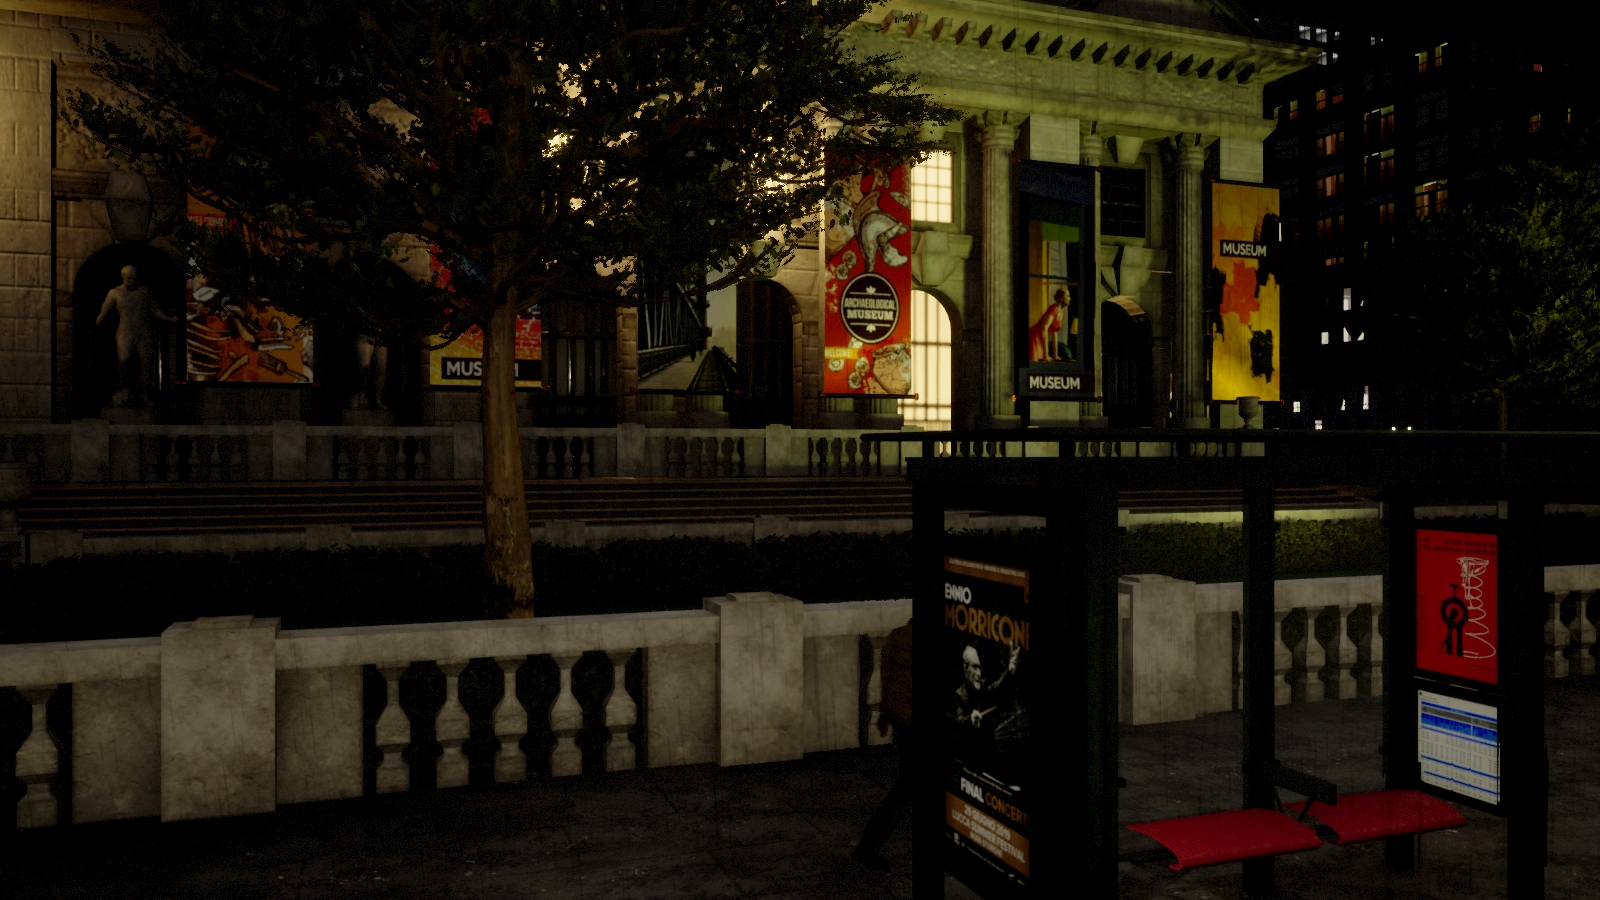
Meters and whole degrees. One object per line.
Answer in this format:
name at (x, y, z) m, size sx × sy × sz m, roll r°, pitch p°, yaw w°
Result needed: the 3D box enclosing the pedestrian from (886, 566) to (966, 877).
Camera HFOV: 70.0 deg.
pedestrian at (0.799, 1.697, 7.278) m, size 0.375 × 1.860 × 0.375 m, roll 0°, pitch 0°, yaw -21°
